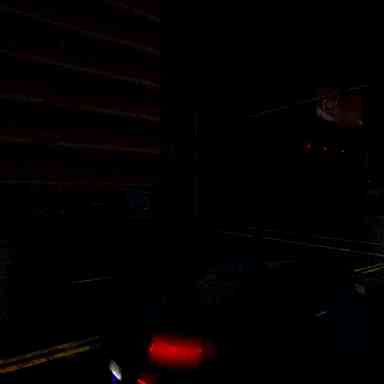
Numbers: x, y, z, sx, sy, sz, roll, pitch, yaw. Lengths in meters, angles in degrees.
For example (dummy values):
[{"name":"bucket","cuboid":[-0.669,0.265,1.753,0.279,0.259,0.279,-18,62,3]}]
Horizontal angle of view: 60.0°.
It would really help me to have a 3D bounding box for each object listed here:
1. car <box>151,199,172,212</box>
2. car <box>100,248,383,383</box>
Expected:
[{"name":"car","cuboid":[-4.257,1.547,39.513,2.033,1.411,5.357,0,0,-36]},{"name":"car","cuboid":[1.136,1.526,4.548,4.674,1.442,1.812,0,0,-36]}]
